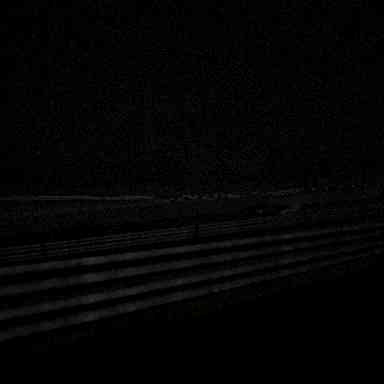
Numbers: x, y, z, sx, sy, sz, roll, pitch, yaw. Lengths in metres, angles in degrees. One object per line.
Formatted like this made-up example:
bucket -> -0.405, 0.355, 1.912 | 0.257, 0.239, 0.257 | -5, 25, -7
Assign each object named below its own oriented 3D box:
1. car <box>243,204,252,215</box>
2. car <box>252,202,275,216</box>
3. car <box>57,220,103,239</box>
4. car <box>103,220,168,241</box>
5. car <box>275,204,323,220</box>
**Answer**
car -> 8.428, 1.977, 40.566 | 4.674, 1.442, 1.812 | -4, 2, -24
car -> 9.834, 2.025, 37.361 | 5.357, 1.411, 2.033 | -4, 2, -24
car -> -9.067, 3.217, 29.072 | 5.008, 1.535, 1.882 | -4, 2, -24
car -> -4.371, 3.066, 27.310 | 5.008, 1.535, 1.882 | -4, 2, -24
car -> 11.242, 2.034, 34.156 | 4.674, 1.442, 1.812 | -4, 2, -24
